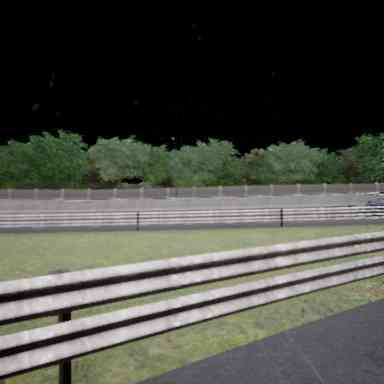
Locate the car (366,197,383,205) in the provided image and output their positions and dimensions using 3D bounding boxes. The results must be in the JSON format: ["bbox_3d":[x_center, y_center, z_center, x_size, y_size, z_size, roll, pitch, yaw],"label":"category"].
[{"bbox_3d":[21.872,1.206,36.161,5.357,1.411,2.033,-2,1,-1],"label":"car"}]
